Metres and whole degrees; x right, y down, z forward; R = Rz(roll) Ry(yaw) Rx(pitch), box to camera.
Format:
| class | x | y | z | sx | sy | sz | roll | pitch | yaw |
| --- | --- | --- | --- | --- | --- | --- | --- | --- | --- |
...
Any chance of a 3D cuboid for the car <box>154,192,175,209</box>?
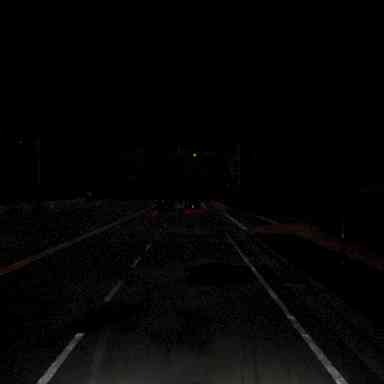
| class | x | y | z | sx | sy | sz | roll | pitch | yaw |
| --- | --- | --- | --- | --- | --- | --- | --- | --- | --- |
| car | -3.391 | 1.043 | 41.140 | 2.150 | 2.045 | 5.566 | 0 | 0 | 0 |

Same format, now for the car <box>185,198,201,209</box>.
| class | x | y | z | sx | sy | sz | roll | pitch | yaw |
| --- | --- | --- | --- | --- | --- | --- | --- | --- | --- |
| car | 0.110 | 1.414 | 42.564 | 1.895 | 1.301 | 4.718 | 0 | 0 | 0 |
